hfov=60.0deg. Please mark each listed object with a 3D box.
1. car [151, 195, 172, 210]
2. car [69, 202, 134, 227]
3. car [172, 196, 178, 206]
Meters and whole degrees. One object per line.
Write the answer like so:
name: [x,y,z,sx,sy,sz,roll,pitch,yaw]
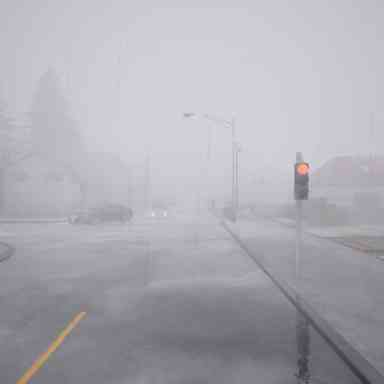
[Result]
car: [-3.974,1.504,42.287,1.837,1.490,4.892,0,0,0]
car: [-6.198,1.490,23.196,2.128,1.511,4.902,1,1,34]
car: [-3.928,1.354,54.366,2.097,1.767,4.553,0,0,0]
